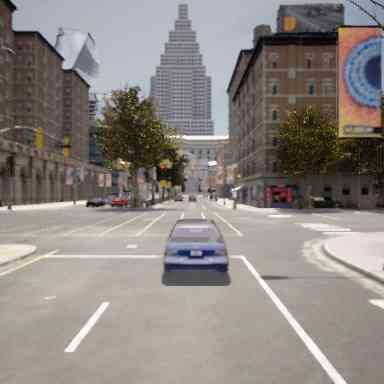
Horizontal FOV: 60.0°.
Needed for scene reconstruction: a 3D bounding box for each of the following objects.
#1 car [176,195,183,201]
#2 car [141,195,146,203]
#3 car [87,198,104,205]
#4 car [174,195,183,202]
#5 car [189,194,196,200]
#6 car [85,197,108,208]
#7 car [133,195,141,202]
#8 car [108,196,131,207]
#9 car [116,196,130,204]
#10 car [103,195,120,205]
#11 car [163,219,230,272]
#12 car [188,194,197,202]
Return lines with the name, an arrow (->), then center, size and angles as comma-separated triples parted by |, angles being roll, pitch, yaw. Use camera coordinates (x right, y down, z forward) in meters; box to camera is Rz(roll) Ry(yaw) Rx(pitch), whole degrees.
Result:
car -> -3.368, 1.709, 92.326 | 1.837, 1.490, 4.892 | 0, 0, 0
car -> -11.397, 1.520, 72.735 | 2.097, 1.767, 4.553 | 0, 0, 0
car -> -18.160, 1.737, 62.846 | 1.895, 1.301, 4.718 | 0, 0, 0
car -> -3.382, 1.728, 82.840 | 2.033, 1.411, 5.357 | 0, 0, 0
car -> 0.131, 1.396, 91.991 | 2.097, 1.767, 4.553 | 0, 0, 0
car -> -15.000, 1.718, 51.727 | 1.895, 1.301, 4.718 | 0, 0, 0
car -> -11.411, 1.647, 62.746 | 1.837, 1.490, 4.892 | 0, 0, 0
car -> -11.495, 1.598, 52.949 | 1.882, 1.535, 5.008 | 0, 0, 0
car -> -14.898, 1.641, 71.935 | 1.882, 1.535, 5.008 | 0, 0, 0
car -> -14.913, 1.492, 61.836 | 2.097, 1.767, 4.553 | 0, 0, 0
car -> 0.108, 1.572, 10.778 | 2.033, 1.411, 5.357 | 0, 0, 0
car -> 0.118, 1.539, 83.238 | 2.097, 1.767, 4.553 | 0, 0, 0
